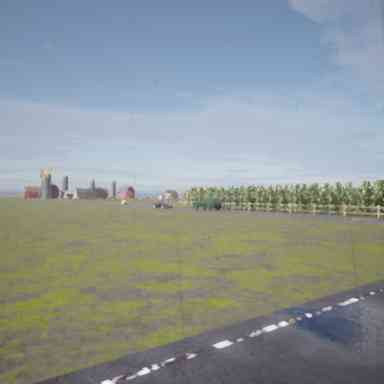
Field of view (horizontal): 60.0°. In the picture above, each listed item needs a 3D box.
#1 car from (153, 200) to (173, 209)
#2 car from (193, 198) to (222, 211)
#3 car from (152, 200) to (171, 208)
[{"bbox_3d":[-5.208,2.258,59.246,1.837,1.490,4.892,1,-1,-34],"label":"car"},{"bbox_3d":[2.393,1.909,53.072,2.150,2.045,5.566,1,-1,-34],"label":"car"},{"bbox_3d":[-6.021,2.359,65.282,1.812,1.442,4.674,1,-1,-35],"label":"car"}]
